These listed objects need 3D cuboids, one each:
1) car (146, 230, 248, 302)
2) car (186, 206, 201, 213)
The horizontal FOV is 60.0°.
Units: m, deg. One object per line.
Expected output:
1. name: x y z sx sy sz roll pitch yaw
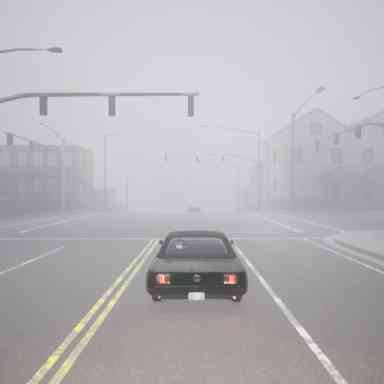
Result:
1. car: 0.106 1.598 8.233 1.895 1.301 4.718 0 0 0
2. car: 0.228 2.789 45.492 1.837 1.490 4.892 0 -9 0
